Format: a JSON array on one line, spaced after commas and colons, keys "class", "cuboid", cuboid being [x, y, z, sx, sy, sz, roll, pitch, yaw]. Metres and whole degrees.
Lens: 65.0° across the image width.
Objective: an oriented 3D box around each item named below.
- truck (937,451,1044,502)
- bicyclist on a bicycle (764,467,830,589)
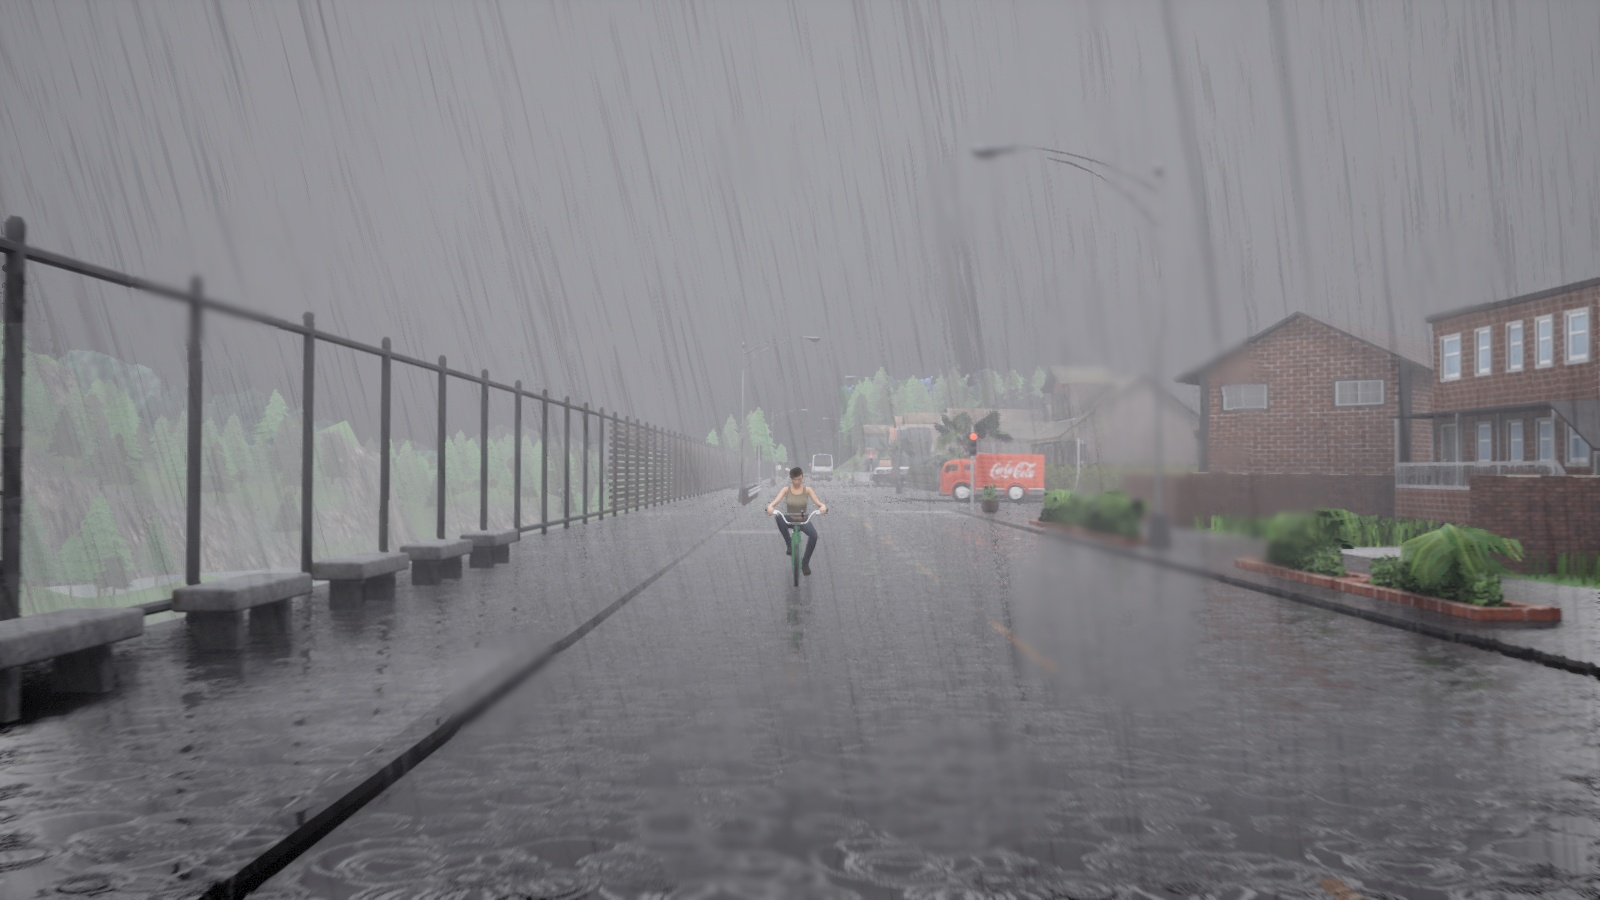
[{"class": "truck", "cuboid": [9.588, 1.349, 63.303, 5.204, 2.467, 2.627, 0, -1, 9]}, {"class": "bicyclist on a bicycle", "cuboid": [-0.037, 1.041, 17.297, 0.866, 1.612, 1.509, 0, -1, 0]}]
